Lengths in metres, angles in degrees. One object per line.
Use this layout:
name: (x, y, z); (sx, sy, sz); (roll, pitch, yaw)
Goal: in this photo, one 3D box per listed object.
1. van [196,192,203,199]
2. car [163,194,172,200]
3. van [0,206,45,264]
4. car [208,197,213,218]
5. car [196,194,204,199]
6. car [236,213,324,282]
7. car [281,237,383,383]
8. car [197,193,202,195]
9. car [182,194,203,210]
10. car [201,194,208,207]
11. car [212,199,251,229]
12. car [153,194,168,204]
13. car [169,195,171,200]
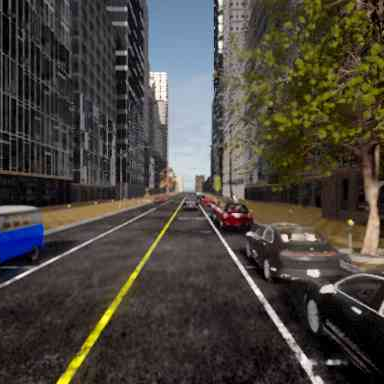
van: (2.165, 1.006, 94.877); (1.690, 1.788, 3.998); (0, 0, 0)
car: (-6.152, 1.289, 83.454); (1.947, 1.339, 4.313); (0, 0, 0)
van: (-5.738, 1.324, 9.449); (1.690, 1.788, 3.998); (0, 0, 0)
car: (2.547, 1.368, 26.570); (1.967, 1.590, 4.097); (0, 0, 0)
car: (2.197, 1.257, 89.184); (1.947, 1.339, 4.313); (0, 0, 0)
car: (2.643, 1.527, 9.493); (2.008, 1.369, 4.403); (0, 0, 0)
car: (2.675, 1.541, 3.801); (2.008, 1.369, 4.403); (0, 0, 0)
car: (2.324, 1.354, 66.416); (1.947, 1.339, 4.313); (0, 0, 0)
car: (-0.122, 1.380, 40.323); (2.128, 1.511, 4.902); (0, 0, 0)
car: (2.420, 1.399, 49.340); (1.887, 1.381, 4.507); (0, 0, 0)
car: (2.579, 1.385, 20.878); (1.967, 1.590, 4.097); (0, 0, 0)
car: (-6.024, 1.362, 60.683); (1.887, 1.381, 4.507); (0, 0, 0)
car: (-6.120, 1.292, 77.761); (1.887, 1.381, 4.507); (0, 0, 0)
